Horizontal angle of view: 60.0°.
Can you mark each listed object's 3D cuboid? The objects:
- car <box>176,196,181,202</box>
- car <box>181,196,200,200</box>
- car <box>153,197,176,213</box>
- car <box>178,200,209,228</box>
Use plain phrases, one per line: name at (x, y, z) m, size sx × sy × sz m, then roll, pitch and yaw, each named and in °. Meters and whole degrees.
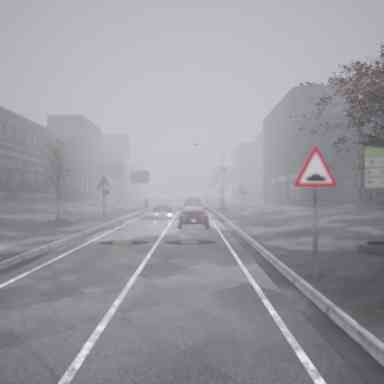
car at (-2.991, 1.648, 76.945) m, size 1.994 × 1.385 × 4.181 m, roll 0°, pitch 1°, yaw 0°
car at (0.104, 1.313, 39.103) m, size 2.097 × 1.767 × 4.553 m, roll 0°, pitch -1°, yaw 0°
car at (-3.089, 1.456, 35.975) m, size 1.812 × 1.442 × 4.674 m, roll 0°, pitch -1°, yaw 0°
car at (0.097, 1.450, 21.384) m, size 1.812 × 1.442 × 4.674 m, roll 0°, pitch 0°, yaw 0°
